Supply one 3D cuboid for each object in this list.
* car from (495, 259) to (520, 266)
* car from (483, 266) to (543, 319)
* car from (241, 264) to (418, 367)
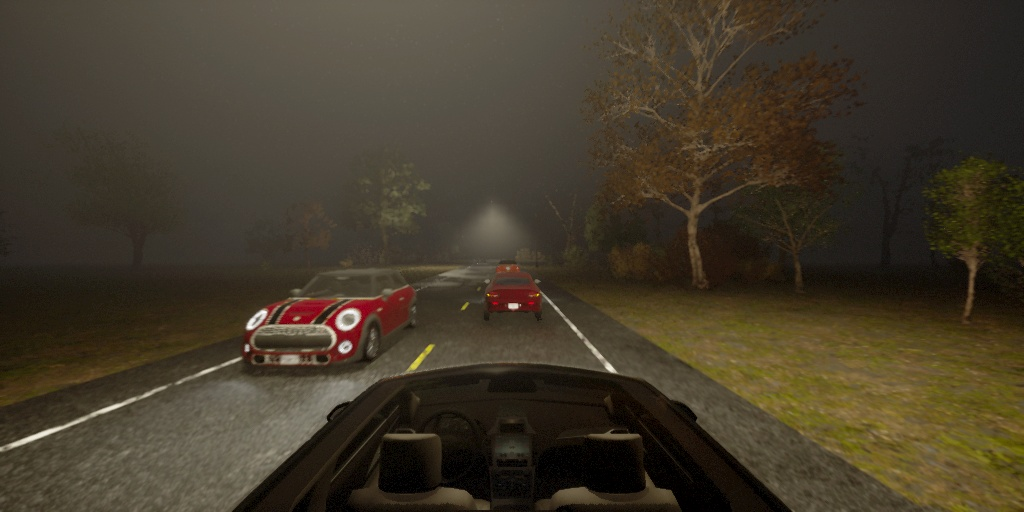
[{"bbox_3d":[-0.391,1.041,31.201,2.097,1.767,4.553,0,0,-2],"label":"car"},{"bbox_3d":[0.014,1.256,12.522,1.812,1.442,4.674,0,0,-1],"label":"car"},{"bbox_3d":[-3.643,1.093,8.094,2.097,1.767,4.553,0,0,-1],"label":"car"}]
